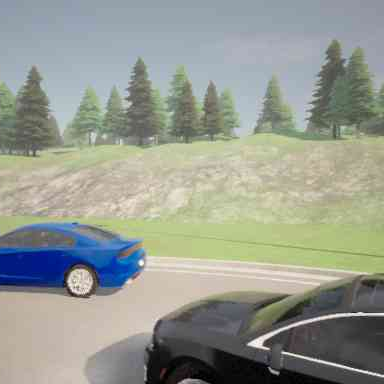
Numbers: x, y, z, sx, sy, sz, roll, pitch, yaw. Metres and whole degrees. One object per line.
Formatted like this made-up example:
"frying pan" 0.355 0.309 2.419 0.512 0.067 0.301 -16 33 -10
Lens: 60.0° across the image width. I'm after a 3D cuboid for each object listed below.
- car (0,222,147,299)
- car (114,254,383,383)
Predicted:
"car" -3.616 1.478 8.082 5.008 1.535 1.882 0 0 8
"car" 1.755 1.505 2.801 4.892 1.490 1.837 0 0 35
